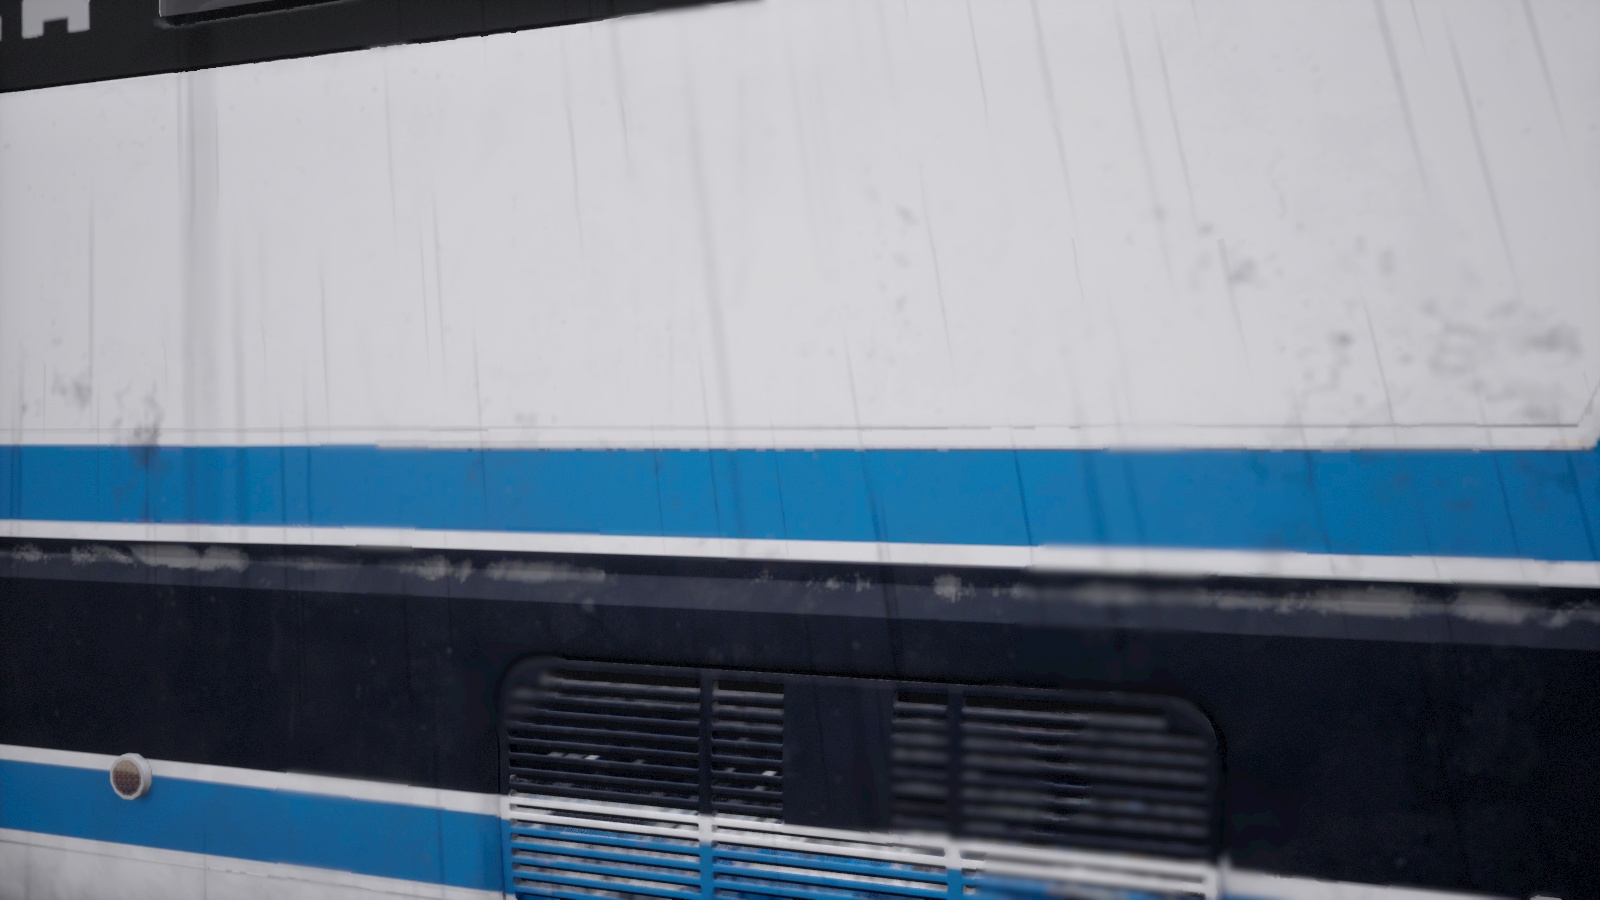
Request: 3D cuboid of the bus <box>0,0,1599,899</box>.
[{"bbox_3d":[-0.127,-0.610,3.748,10.273,4.253,3.944,1,1,19],"label":"bus"}]
